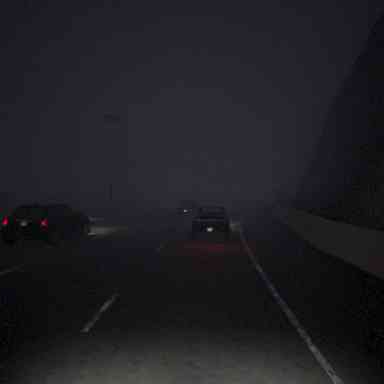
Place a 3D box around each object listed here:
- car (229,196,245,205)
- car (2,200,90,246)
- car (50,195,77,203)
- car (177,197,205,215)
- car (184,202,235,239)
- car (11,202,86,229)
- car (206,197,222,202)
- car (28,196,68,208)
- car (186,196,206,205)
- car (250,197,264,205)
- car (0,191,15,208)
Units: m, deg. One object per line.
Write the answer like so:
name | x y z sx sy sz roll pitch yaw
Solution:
car | 8.550 1.456 62.463 2.097 1.767 4.553 1 0 22
car | -6.352 1.270 15.081 2.097 1.767 4.553 1 0 5
car | -22.586 1.222 58.848 1.895 1.301 4.718 1 0 17
car | -0.157 1.500 33.176 1.837 1.490 4.892 0 0 12
car | 1.067 1.503 17.492 2.128 1.511 4.902 1 0 6
car | -9.279 1.428 22.115 2.033 1.411 5.357 1 0 9
car | 4.001 1.572 60.876 1.812 1.442 4.674 0 0 22
car | -19.234 1.299 44.774 2.033 1.411 5.357 1 0 14
car | 0.795 1.553 62.595 2.033 1.411 5.357 1 0 22
car | 12.215 1.715 62.190 1.994 1.385 4.181 1 0 22
car | -23.991 0.907 39.556 2.150 2.045 5.566 1 0 12
